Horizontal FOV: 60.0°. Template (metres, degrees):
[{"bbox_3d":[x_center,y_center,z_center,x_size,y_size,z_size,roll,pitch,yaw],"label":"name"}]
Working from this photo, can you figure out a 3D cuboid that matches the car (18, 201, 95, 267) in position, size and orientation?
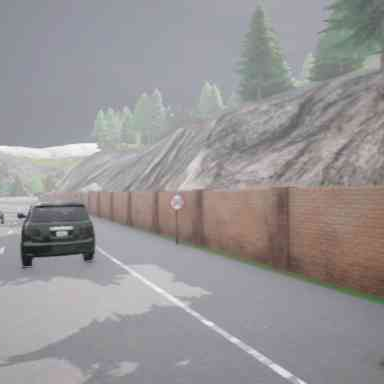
[{"bbox_3d":[-5.043,1.330,12.201,2.150,2.045,5.566,0,0,-27],"label":"car"}]

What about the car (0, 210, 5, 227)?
[{"bbox_3d":[-15.170,1.820,24.756,1.994,1.385,4.181,0,0,-26],"label":"car"}]

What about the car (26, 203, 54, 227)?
[{"bbox_3d":[-11.991,1.744,26.218,1.837,1.490,4.892,0,0,-26],"label":"car"}]
